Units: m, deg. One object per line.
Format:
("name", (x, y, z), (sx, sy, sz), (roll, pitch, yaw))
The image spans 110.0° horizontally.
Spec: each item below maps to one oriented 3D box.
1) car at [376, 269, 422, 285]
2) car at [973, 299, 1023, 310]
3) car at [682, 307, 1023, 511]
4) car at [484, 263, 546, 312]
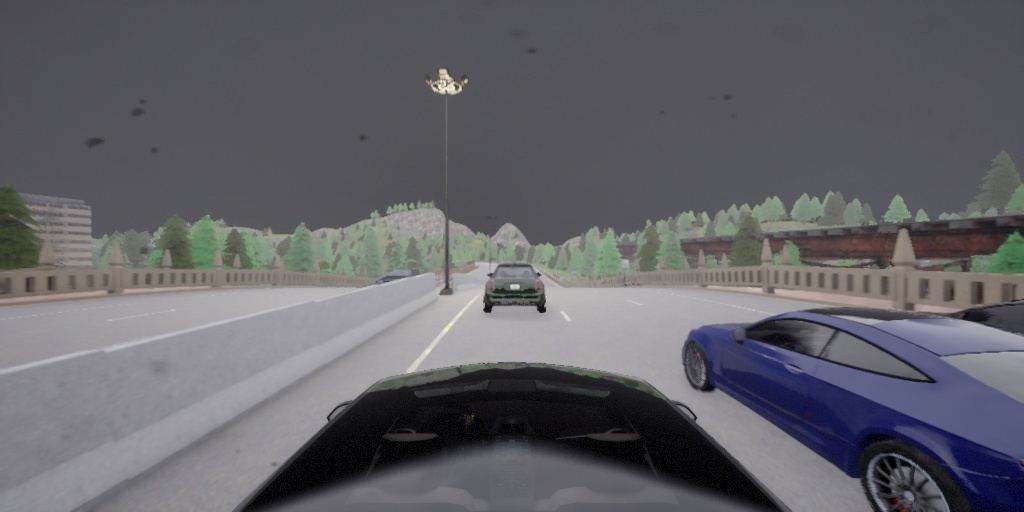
("car", (-7.102, 1.554, 23.711), (2.033, 1.411, 5.357), (0, -3, 0))
("car", (7.100, 1.244, 4.363), (1.837, 1.490, 4.892), (0, 1, 0))
("car", (3.601, 1.266, 3.748), (1.812, 1.442, 4.674), (0, 0, 0))
("car", (0.098, 1.074, 14.054), (2.097, 1.767, 4.553), (0, -1, 0))
